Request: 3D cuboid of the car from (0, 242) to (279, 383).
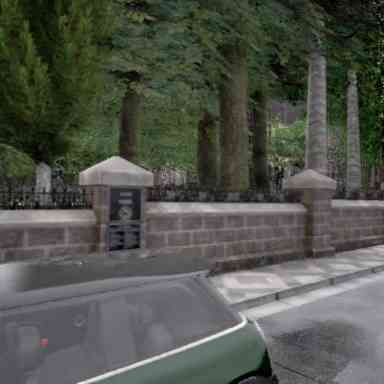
[{"bbox_3d":[-1.521,1.352,2.293,4.553,1.767,2.097,0,0,-35],"label":"car"}]
